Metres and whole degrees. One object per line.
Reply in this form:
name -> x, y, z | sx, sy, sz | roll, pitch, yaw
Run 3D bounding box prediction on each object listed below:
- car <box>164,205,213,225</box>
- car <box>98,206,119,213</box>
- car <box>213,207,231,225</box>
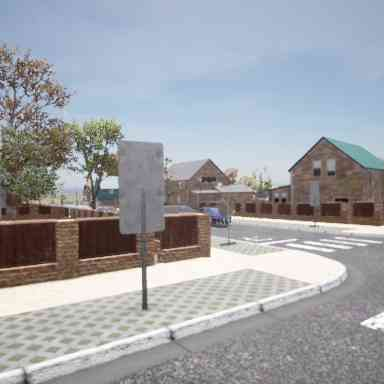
car -> -0.756, 1.797, 24.918 | 2.097, 1.767, 4.553 | -1, -1, -30
car -> -10.479, 2.394, 41.511 | 1.994, 1.385, 4.181 | -1, 0, -30
car -> 1.315, 1.934, 26.872 | 1.812, 1.442, 4.674 | -1, -1, -29
